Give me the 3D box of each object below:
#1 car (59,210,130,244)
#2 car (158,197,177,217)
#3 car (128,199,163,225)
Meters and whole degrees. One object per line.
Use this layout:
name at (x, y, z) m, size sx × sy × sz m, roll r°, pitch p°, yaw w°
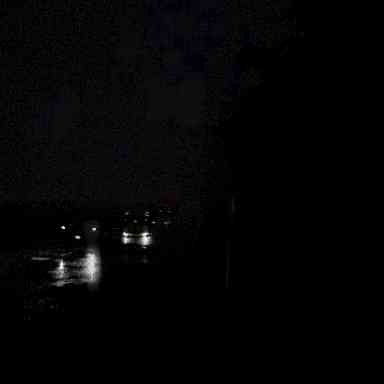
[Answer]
car at (-4.932, 1.758, 17.158) m, size 1.895 × 1.301 × 4.718 m, roll 3°, pitch -1°, yaw 5°
car at (-3.061, 1.673, 37.872) m, size 2.150 × 2.045 × 5.566 m, roll 3°, pitch 0°, yaw 6°
car at (-4.025, 1.667, 27.212) m, size 2.097 × 1.767 × 4.553 m, roll 3°, pitch -1°, yaw 5°
